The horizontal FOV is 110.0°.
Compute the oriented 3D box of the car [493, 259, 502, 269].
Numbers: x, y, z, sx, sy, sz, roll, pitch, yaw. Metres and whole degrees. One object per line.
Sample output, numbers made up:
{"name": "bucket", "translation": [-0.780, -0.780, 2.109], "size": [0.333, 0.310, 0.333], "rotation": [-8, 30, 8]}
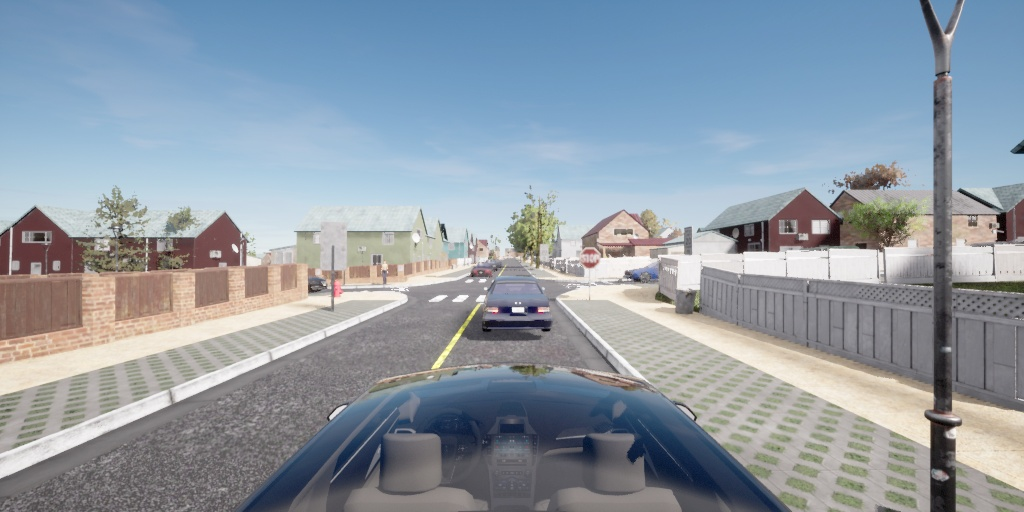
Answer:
{"name": "car", "translation": [-2.755, 1.240, 46.306], "size": [2.128, 1.511, 4.902], "rotation": [0, 0, 0]}

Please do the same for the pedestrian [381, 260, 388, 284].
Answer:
{"name": "pedestrian", "translation": [-9.644, 1.212, 27.177], "size": [0.375, 1.860, 0.375], "rotation": [0, 0, 0]}

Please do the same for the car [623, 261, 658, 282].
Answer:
{"name": "car", "translation": [10.409, 1.013, 24.385], "size": [5.357, 1.411, 2.033], "rotation": [-2, -1, 1]}

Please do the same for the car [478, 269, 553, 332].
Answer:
{"name": "car", "translation": [0.093, 1.300, 10.848], "size": [2.033, 1.411, 5.357], "rotation": [0, 0, -1]}

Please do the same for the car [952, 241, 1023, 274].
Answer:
{"name": "car", "translation": [32.378, 0.097, 24.429], "size": [5.566, 2.045, 2.150], "rotation": [-1, -1, 0]}

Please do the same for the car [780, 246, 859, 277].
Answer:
{"name": "car", "translation": [20.688, 0.409, 24.395], "size": [5.566, 2.045, 2.150], "rotation": [-2, -1, 0]}

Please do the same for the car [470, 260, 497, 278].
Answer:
{"name": "car", "translation": [-2.786, 1.316, 34.226], "size": [1.994, 1.385, 4.181], "rotation": [0, 0, 0]}

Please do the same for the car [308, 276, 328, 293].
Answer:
{"name": "car", "translation": [-13.600, 1.565, 21.327], "size": [4.892, 1.490, 1.837], "rotation": [-2, -1, -1]}

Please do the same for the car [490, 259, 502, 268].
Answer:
{"name": "car", "translation": [-2.713, 1.271, 60.907], "size": [1.812, 1.442, 4.674], "rotation": [0, 0, 0]}
